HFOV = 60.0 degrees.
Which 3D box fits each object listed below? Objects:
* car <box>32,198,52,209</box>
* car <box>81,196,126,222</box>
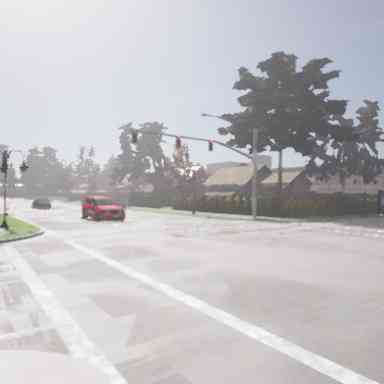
[{"bbox_3d":[-21.084,1.608,46.694,1.837,1.490,4.892,1,-1,-36],"label":"car"},{"bbox_3d":[-7.499,1.439,27.785,2.150,2.045,5.566,1,1,-36],"label":"car"}]
